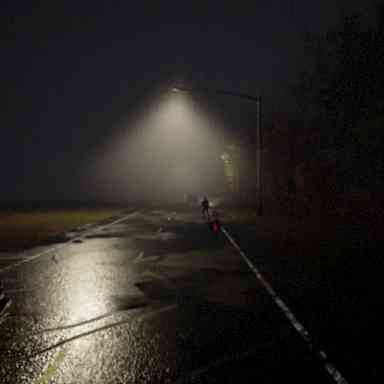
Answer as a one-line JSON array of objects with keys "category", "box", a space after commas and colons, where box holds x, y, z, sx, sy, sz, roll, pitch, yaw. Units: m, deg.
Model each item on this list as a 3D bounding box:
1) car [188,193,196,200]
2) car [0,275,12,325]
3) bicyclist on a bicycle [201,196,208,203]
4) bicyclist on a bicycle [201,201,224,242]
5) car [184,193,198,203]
[{"category": "car", "box": [-0.022, 0.960, 73.683, 1.812, 1.442, 4.674, 0, 0, 0]}, {"category": "car", "box": [-3.604, 1.527, 2.585, 2.033, 1.411, 5.357, 0, 0, 0]}, {"category": "bicyclist on a bicycle", "box": [0.955, 1.185, 24.059, 0.659, 1.776, 1.843, 0, 1, 0]}, {"category": "bicyclist on a bicycle", "box": [0.991, 1.324, 14.586, 0.866, 1.612, 1.509, 0, 0, 0]}, {"category": "car", "box": [0.083, 1.131, 56.301, 1.994, 1.385, 4.181, 0, 0, 0]}]
